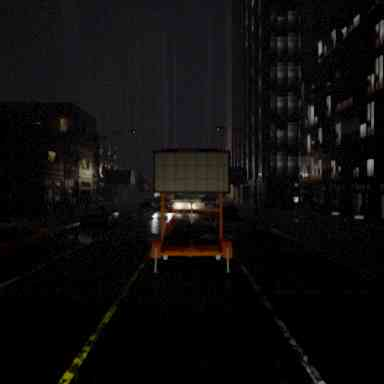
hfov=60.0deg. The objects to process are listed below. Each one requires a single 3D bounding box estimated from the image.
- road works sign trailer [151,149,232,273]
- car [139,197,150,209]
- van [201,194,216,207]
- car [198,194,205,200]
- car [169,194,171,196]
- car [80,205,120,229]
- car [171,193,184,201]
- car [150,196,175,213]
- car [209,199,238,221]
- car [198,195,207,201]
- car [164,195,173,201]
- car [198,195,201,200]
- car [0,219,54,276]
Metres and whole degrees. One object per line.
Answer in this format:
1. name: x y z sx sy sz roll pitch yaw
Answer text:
1. road works sign trailer: -0.007 0.435 10.541 2.380 3.560 2.880 0 0 0
2. car: -5.723 1.444 43.091 2.008 1.369 4.403 0 0 0
3. van: 2.652 1.223 48.624 1.690 1.788 3.998 0 0 0
4. car: 2.622 1.327 92.988 1.752 1.417 4.829 0 0 0
5. car: -5.739 1.291 65.187 1.967 1.590 4.097 0 0 0
6. car: -5.707 1.495 20.995 2.008 1.369 4.403 0 0 0
7. car: -3.053 0.952 77.260 2.150 2.045 5.566 0 0 0
8. car: -3.115 1.434 35.975 1.812 1.442 4.674 0 0 0
9. car: 2.669 1.481 26.528 2.008 1.369 4.403 0 0 0
10. car: 2.630 1.371 81.770 2.008 1.369 4.403 0 0 0
11. car: -5.750 1.403 81.760 1.802 1.307 4.206 0 0 0
12. car: 2.642 1.376 65.366 1.752 1.417 4.829 0 0 0
13. car: -5.699 1.498 9.776 1.752 1.417 4.829 0 0 0
